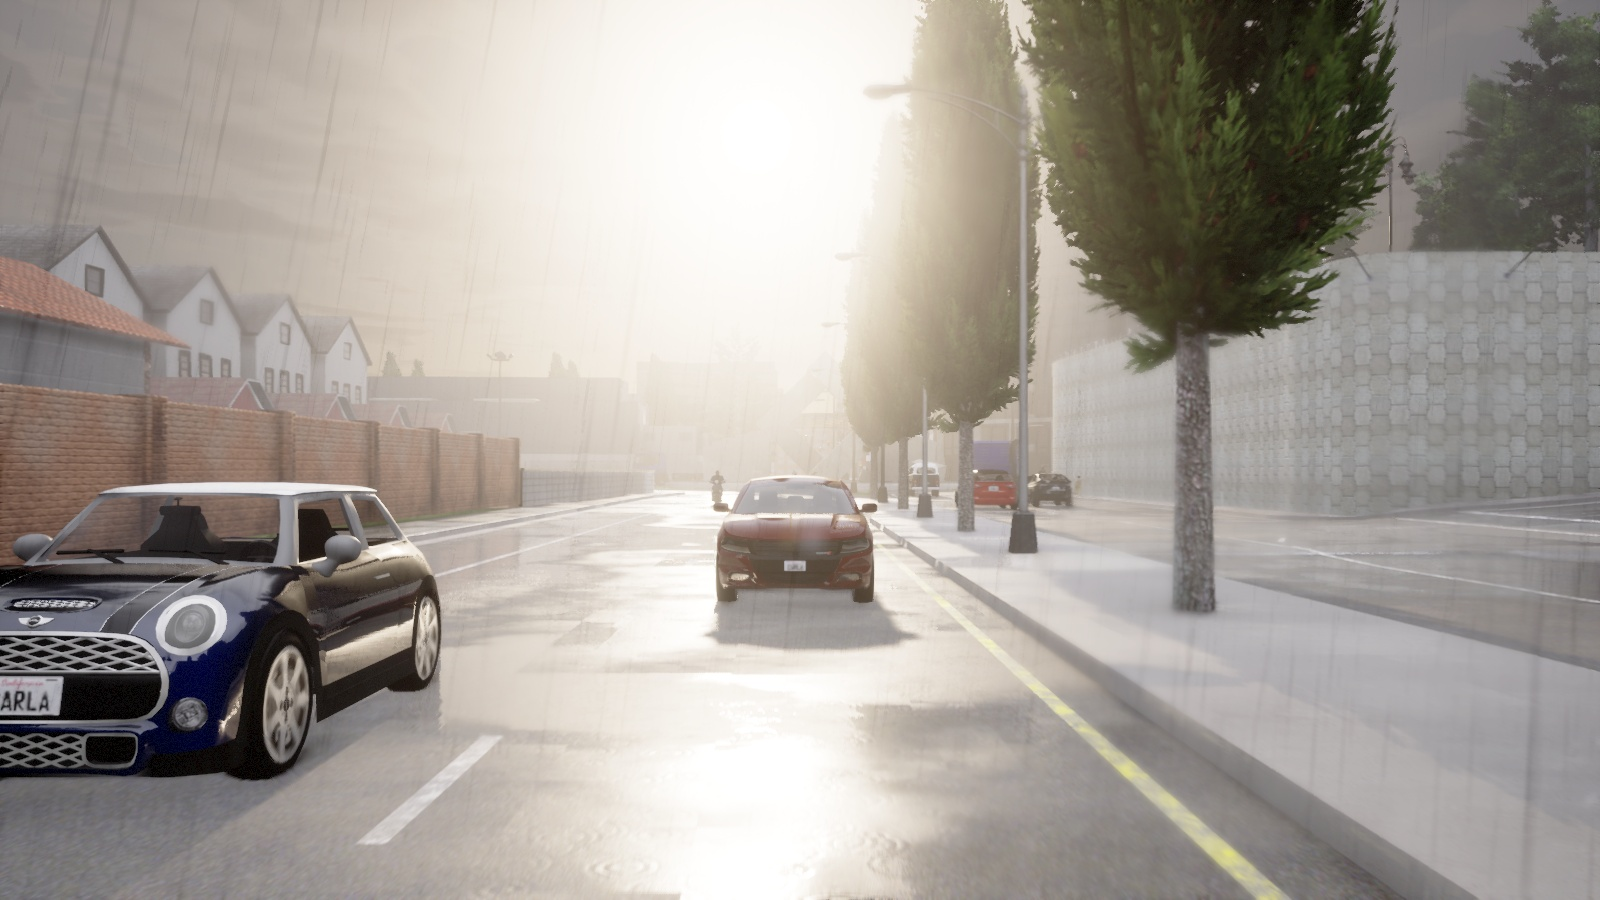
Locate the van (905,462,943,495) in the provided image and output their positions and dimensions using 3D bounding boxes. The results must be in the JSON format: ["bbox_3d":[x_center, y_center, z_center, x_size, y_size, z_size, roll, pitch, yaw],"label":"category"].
[{"bbox_3d":[7.853,1.834,79.822,2.069,2.038,4.480,0,-2,1],"label":"van"}]

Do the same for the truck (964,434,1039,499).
[{"bbox_3d":[11.284,0.977,71.025,2.891,3.462,7.936,0,-1,0],"label":"truck"}]

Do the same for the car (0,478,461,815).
[{"bbox_3d":[-3.524,0.920,7.515,1.970,1.475,3.806,0,-1,0],"label":"car"}]

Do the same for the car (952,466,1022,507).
[{"bbox_3d":[7.840,1.517,53.080,2.242,1.667,4.611,0,-1,0],"label":"car"}]

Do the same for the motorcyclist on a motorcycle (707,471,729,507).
[{"bbox_3d":[-3.669,1.722,56.064,0.866,1.590,1.817,0,-1,0],"label":"motorcyclist on a motorcycle"}]

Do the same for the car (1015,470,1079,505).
[{"bbox_3d":[11.325,1.686,57.877,2.007,1.525,4.514,0,-1,0],"label":"car"}]

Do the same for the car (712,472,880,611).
[{"bbox_3d":[-0.051,1.070,16.578,1.882,1.535,5.008,0,-1,0],"label":"car"}]
